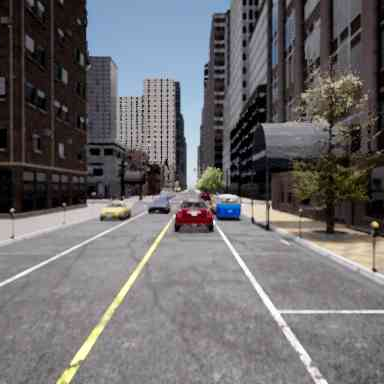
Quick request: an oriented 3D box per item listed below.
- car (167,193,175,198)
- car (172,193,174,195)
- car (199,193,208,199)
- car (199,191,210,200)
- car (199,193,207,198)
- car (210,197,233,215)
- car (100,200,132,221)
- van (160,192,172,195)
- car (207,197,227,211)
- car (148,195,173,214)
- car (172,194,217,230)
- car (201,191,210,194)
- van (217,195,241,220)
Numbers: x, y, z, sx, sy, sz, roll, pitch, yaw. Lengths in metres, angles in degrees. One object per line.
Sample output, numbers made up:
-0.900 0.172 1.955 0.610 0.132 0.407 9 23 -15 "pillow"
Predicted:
-5.645 0.874 91.144 2.008 1.369 4.403 0 0 0 "car"
-5.654 0.867 74.572 1.967 1.590 4.097 0 0 0 "car"
2.729 0.936 80.095 1.887 1.381 4.507 0 0 0 "car"
2.726 0.742 74.569 2.192 1.841 5.009 0 0 0 "car"
2.732 0.923 85.619 1.947 1.339 4.313 0 0 0 "car"
2.705 1.259 31.167 1.752 1.417 4.829 0 0 0 "car"
-5.678 1.309 25.167 1.752 1.417 4.829 0 0 0 "car"
-5.657 0.804 69.047 1.690 1.788 3.998 0 0 0 "van"
2.708 1.272 36.660 1.802 1.307 4.206 0 0 0 "car"
-3.022 1.276 31.807 2.033 1.411 5.357 0 0 1 "car"
0.111 1.183 19.597 2.097 1.767 4.553 0 1 0 "car"
2.723 0.778 69.045 2.192 1.841 5.009 0 0 0 "car"
2.702 1.123 25.331 1.690 1.788 3.998 0 0 0 "van"
